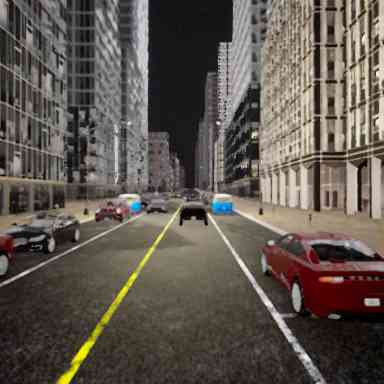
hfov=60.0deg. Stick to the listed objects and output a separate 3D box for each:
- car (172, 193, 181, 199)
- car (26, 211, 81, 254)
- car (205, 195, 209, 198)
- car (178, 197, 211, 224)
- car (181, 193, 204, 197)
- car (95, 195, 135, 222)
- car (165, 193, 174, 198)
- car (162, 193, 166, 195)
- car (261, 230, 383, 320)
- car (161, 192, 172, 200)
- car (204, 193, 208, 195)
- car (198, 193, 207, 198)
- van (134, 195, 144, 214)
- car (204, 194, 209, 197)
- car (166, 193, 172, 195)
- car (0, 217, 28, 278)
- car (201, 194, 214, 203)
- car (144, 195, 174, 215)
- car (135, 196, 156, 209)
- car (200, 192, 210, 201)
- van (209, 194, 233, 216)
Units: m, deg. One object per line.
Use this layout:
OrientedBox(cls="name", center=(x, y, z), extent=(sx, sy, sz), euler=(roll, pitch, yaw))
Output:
OrientedBox(cls="car", center=(-3.001, 0.869, 72.146), extent=(2.033, 1.411, 5.357), euler=(0, 1, 0))
OrientedBox(cls="car", center=(-5.682, 1.460, 12.906), extent=(2.008, 1.369, 4.403), euler=(1, 0, 0))
OrientedBox(cls="car", center=(2.698, 1.289, 35.579), extent=(2.008, 1.369, 4.403), euler=(1, 0, 0))
OrientedBox(cls="car", center=(0.101, 1.341, 22.899), extent=(1.837, 1.490, 4.892), euler=(0, 1, 0))
OrientedBox(cls="car", center=(0.099, 1.049, 40.935), extent=(2.097, 1.767, 4.553), euler=(0, 0, 0))
OrientedBox(cls="car", center=(-5.681, 1.266, 24.255), extent=(1.967, 1.590, 4.097), euler=(1, 0, 0))
OrientedBox(cls="car", center=(-5.682, 0.880, 85.532), extent=(1.947, 1.339, 4.313), euler=(1, 1, 0))
OrientedBox(cls="car", center=(-5.682, 1.148, 52.631), extent=(1.887, 1.381, 4.507), euler=(1, 0, 0))
OrientedBox(cls="car", center=(2.699, 1.495, 7.206), extent=(1.887, 1.381, 4.507), euler=(1, 0, 0))
OrientedBox(cls="car", center=(-5.681, 0.856, 74.382), extent=(1.967, 1.590, 4.097), euler=(1, 1, 0))
OrientedBox(cls="car", center=(2.698, 1.215, 46.926), extent=(1.947, 1.339, 4.313), euler=(1, 0, 0))
OrientedBox(cls="car", center=(2.698, 0.865, 85.509), extent=(2.008, 1.369, 4.403), euler=(1, 1, 0))
OrientedBox(cls="van", center=(-5.680, 1.123, 29.929), extent=(1.690, 1.788, 3.998), euler=(1, 0, 0))
OrientedBox(cls="car", center=(2.698, 1.276, 41.253), extent=(1.802, 1.307, 4.206), euler=(1, 0, 0))
OrientedBox(cls="car", center=(-5.683, 1.048, 68.811), extent=(1.802, 1.307, 4.206), euler=(1, 0, 0))
OrientedBox(cls="car", center=(-5.682, 1.495, 7.229), extent=(1.887, 1.381, 4.507), euler=(1, 0, 0))
OrientedBox(cls="car", center=(2.698, 1.113, 57.624), extent=(2.008, 1.369, 4.403), euler=(1, 0, 0))
OrientedBox(cls="car", center=(-3.100, 1.319, 31.264), extent=(2.033, 1.411, 5.357), euler=(0, 0, 0))
OrientedBox(cls="car", center=(-5.683, 1.260, 41.281), extent=(1.947, 1.339, 4.313), euler=(1, 0, 0))
OrientedBox(cls="car", center=(2.699, 0.906, 68.778), extent=(1.967, 1.590, 4.097), euler=(1, 1, 0))
OrientedBox(cls="van", center=(2.701, 1.124, 29.903), extent=(1.690, 1.788, 3.998), euler=(1, 0, 0))
